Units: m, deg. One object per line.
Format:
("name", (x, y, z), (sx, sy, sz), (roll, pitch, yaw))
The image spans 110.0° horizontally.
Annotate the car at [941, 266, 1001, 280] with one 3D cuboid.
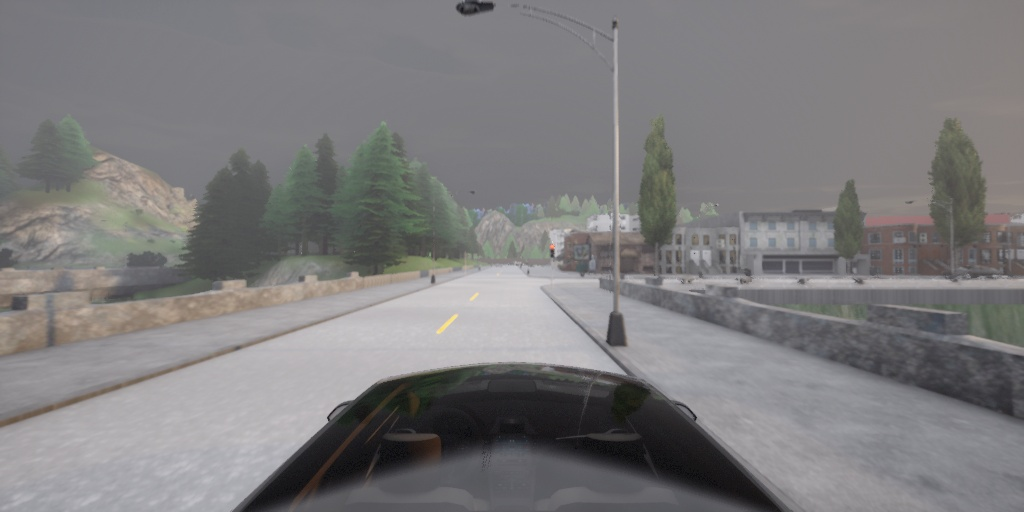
("car", (48.662, 1.770, 38.081), (4.892, 1.490, 1.837), (0, -1, 0))
